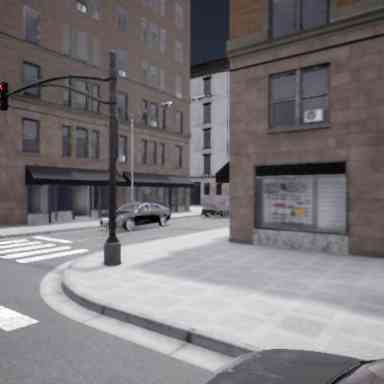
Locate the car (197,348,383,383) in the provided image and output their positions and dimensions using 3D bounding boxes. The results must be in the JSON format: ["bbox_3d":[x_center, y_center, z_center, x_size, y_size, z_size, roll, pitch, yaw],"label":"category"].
[{"bbox_3d":[1.828,1.553,1.510,4.403,1.369,2.008,0,0,35],"label":"car"}]

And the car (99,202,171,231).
[{"bbox_3d":[-3.235,1.360,19.659,2.128,1.511,4.902,0,0,34],"label":"car"}]

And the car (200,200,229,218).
[{"bbox_3d":[2.879,1.360,28.245,2.033,1.411,5.357,0,0,36],"label":"car"}]
